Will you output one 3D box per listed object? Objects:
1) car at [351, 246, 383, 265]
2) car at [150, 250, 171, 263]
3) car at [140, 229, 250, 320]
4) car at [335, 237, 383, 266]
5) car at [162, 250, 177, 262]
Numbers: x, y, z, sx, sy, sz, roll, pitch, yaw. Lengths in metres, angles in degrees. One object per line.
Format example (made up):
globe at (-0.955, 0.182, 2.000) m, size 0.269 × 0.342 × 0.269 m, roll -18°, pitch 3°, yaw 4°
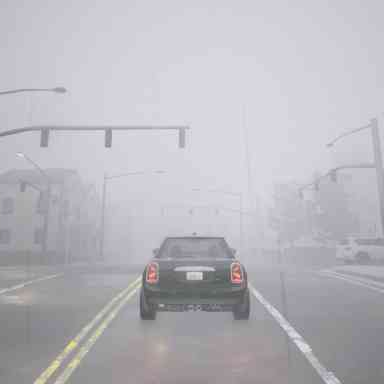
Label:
car at (16.458, 5.362, 28.067) m, size 5.008 × 1.535 × 1.882 m, roll 0°, pitch -11°, yaw 1°
car at (-3.658, 7.734, 39.560) m, size 2.033 × 1.411 × 5.357 m, roll 0°, pitch -11°, yaw 0°
car at (0.059, 1.807, 8.228) m, size 2.097 × 1.767 × 4.553 m, roll 0°, pitch -7°, yaw 0°
car at (13.468, 4.377, 24.436) m, size 5.566 × 2.045 × 2.150 m, roll 0°, pitch -11°, yaw -1°
car at (-3.668, 10.459, 54.204) m, size 2.097 × 1.767 × 4.553 m, roll 0°, pitch -11°, yaw 0°
